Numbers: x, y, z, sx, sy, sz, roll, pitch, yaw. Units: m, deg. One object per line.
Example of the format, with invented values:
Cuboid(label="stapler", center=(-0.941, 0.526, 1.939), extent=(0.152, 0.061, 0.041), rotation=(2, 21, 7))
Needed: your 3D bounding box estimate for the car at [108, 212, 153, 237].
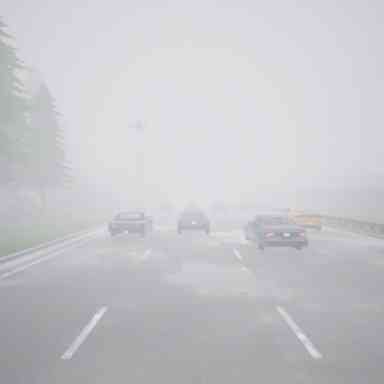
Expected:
Cuboid(label="car", center=(-3.402, 1.799, 19.363), extent=(1.895, 1.301, 4.718), rotation=(0, -1, 0))

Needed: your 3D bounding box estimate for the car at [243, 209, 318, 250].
Cuboid(label="car", center=(3.599, 1.703, 15.142), extent=(2.033, 1.411, 5.357), rotation=(0, -1, 0))

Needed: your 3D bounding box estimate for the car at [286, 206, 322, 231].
Cuboid(label="car", center=(7.099, 1.708, 22.475), extent=(1.882, 1.535, 5.008), rotation=(0, -1, 0))

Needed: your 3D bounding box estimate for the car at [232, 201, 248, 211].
Cuboid(label="car", center=(7.039, 2.023, 48.749), extent=(1.812, 1.442, 4.674), rotation=(0, 0, 1))

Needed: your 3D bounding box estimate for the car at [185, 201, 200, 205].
Cuboid(label="car", center=(0.022, 1.982, 46.556), extent=(1.837, 1.490, 4.892), rotation=(0, 0, 1))

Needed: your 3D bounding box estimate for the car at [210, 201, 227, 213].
Cuboid(label="car", center=(3.498, 1.929, 44.248), extent=(1.882, 1.535, 5.008), rotation=(0, 0, 0))

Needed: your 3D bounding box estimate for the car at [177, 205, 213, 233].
Cuboid(label="car", center=(0.099, 1.783, 21.430), extent=(1.994, 1.385, 4.181), rotation=(0, -1, 0))

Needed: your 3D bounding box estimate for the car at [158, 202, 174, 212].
Cuboid(label="car", center=(-3.490, 2.068, 45.812), extent=(1.895, 1.301, 4.718), rotation=(0, -1, 0))
